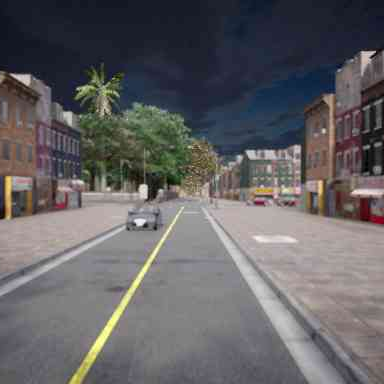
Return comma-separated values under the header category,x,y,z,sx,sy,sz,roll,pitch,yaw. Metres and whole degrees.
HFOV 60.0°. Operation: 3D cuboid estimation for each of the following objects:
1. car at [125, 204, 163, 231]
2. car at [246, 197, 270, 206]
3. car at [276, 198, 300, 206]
category,x,y,z,sx,sy,sz,roll,pitch,yaw
car,-2.849,1.506,20.651,2.128,1.511,4.902,0,0,0
car,11.837,1.693,60.068,4.097,1.590,1.967,1,0,0
car,17.271,1.754,60.067,4.097,1.590,1.967,1,0,0
